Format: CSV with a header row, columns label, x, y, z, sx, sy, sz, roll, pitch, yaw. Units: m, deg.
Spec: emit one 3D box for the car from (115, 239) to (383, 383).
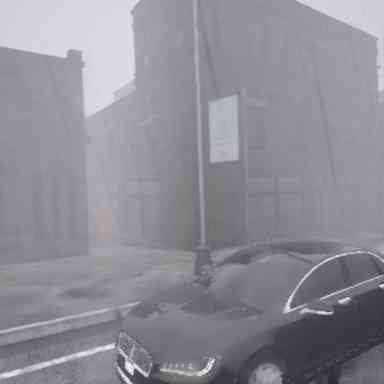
label,x,y,z,sx,sy,sz,roll,pitch,yaw
car,1.367,1.503,4.712,4.892,1.490,1.837,0,0,-35
